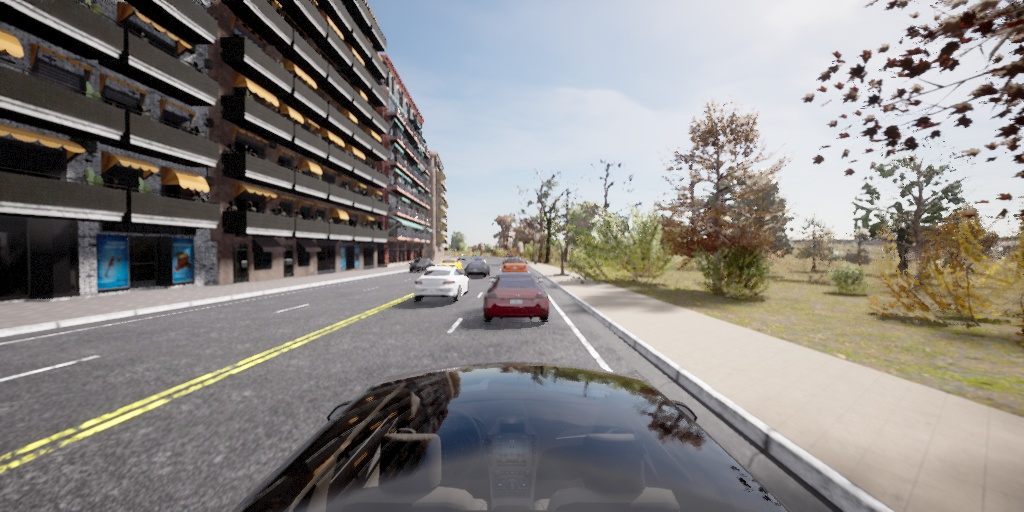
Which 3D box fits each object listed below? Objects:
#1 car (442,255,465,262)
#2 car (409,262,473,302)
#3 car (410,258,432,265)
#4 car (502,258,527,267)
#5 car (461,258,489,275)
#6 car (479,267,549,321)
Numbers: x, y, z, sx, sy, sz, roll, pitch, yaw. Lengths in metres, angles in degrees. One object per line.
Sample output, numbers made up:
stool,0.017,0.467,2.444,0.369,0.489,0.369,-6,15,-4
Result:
car,-6.440,0.996,37.292,1.882,1.535,5.008,0,0,0
car,-3.079,1.179,16.150,1.812,1.442,4.674,0,0,0
car,-9.691,1.015,38.690,1.837,1.490,4.892,0,0,0
car,0.246,0.913,30.514,2.097,1.767,4.553,0,0,0
car,-3.000,1.120,31.414,1.994,1.385,4.181,0,0,0
car,0.139,1.245,12.102,1.994,1.385,4.181,0,1,1
